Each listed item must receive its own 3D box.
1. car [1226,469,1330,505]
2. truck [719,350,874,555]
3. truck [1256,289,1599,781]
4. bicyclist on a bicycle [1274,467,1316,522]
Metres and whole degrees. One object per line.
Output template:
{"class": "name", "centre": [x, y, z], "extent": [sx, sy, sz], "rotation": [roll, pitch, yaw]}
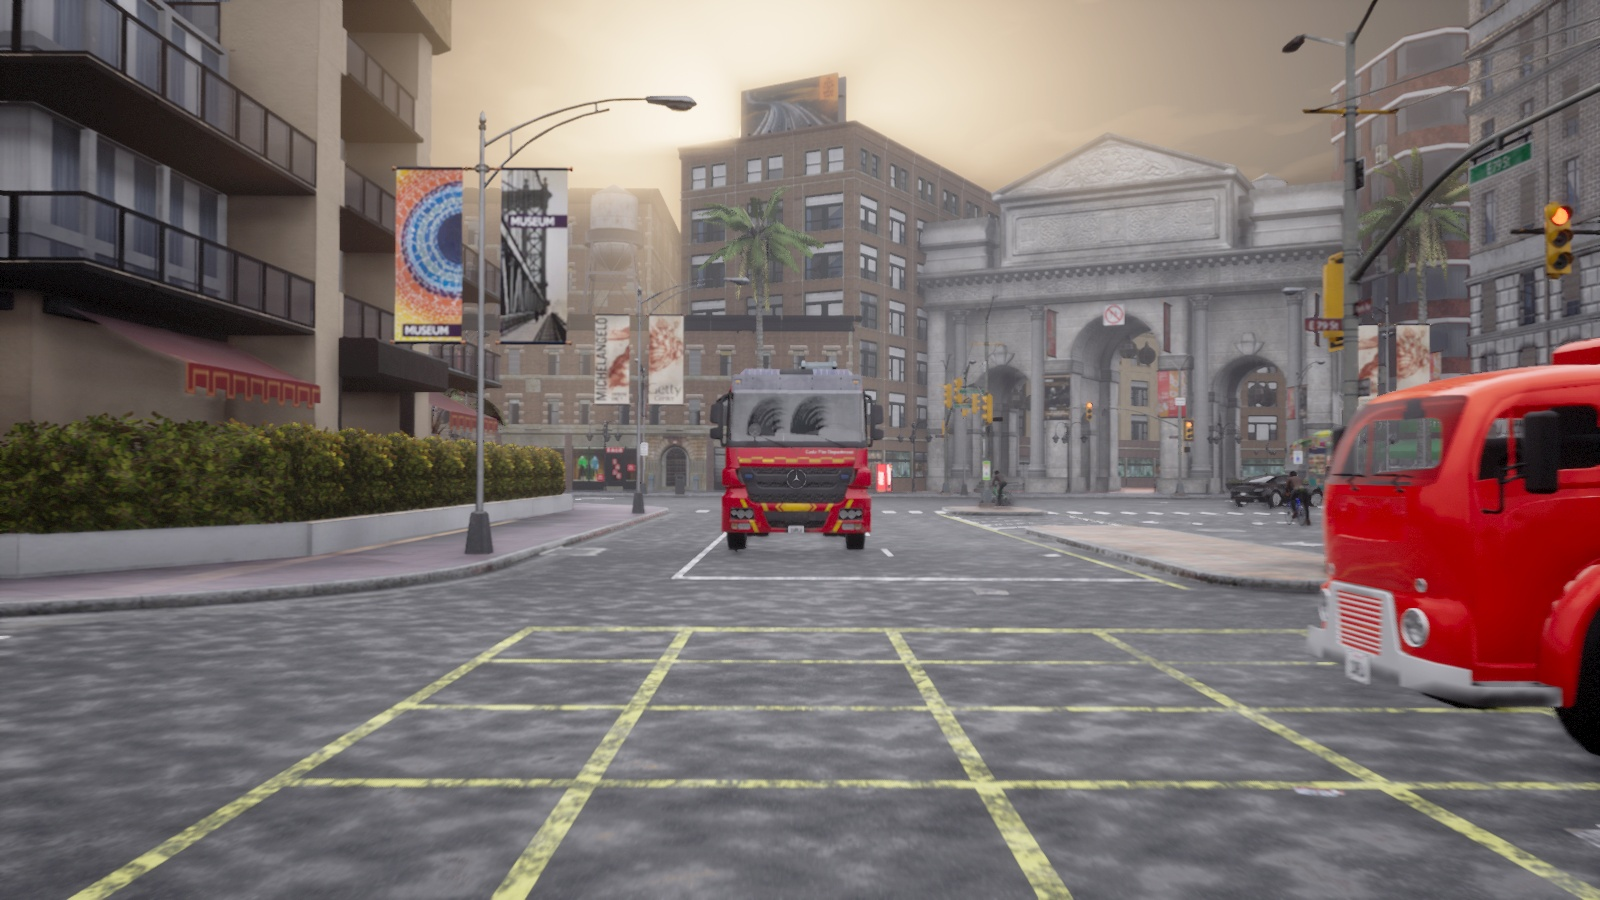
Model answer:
{"class": "car", "centre": [21.851, 1.665, 57.333], "extent": [5.008, 1.535, 1.882], "rotation": [0, -1, -34]}
{"class": "truck", "centre": [-0.073, 0.116, 27.834], "extent": [2.891, 3.827, 8.468], "rotation": [0, -1, 0]}
{"class": "truck", "centre": [5.873, 0.430, 7.643], "extent": [5.204, 2.467, 2.627], "rotation": [0, -1, 0]}
{"class": "bicyclist on a bicycle", "centre": [14.907, 1.341, 37.839], "extent": [0.582, 1.620, 1.656], "rotation": [0, -1, 0]}
